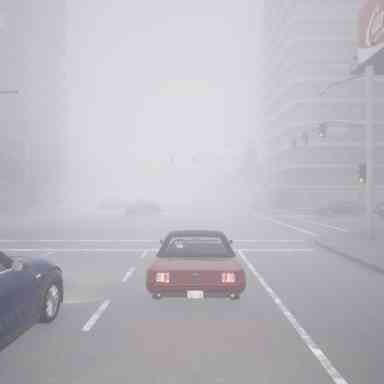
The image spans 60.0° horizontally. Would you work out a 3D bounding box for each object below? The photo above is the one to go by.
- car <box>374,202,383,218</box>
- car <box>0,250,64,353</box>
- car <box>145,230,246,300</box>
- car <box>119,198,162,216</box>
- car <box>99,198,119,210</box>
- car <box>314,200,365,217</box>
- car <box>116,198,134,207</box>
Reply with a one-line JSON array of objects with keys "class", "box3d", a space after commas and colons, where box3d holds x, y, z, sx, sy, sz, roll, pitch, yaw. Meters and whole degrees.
[{"class": "car", "box3d": [18.256, 1.222, 27.783, 5.566, 2.045, 2.150, 0, 0, 0]}, {"class": "car", "box3d": [-3.434, 1.352, 4.329, 2.097, 1.767, 4.553, 0, 0, 1]}, {"class": "car", "box3d": [0.106, 1.601, 8.353, 1.895, 1.301, 4.718, 0, 0, 1]}, {"class": "car", "box3d": [-4.770, 1.564, 32.789, 1.994, 1.385, 4.181, 0, 0, 30]}, {"class": "car", "box3d": [-10.488, 1.505, 42.838, 1.837, 1.490, 4.892, 0, 0, 0]}, {"class": "car", "box3d": [14.045, 1.505, 31.268, 4.892, 1.490, 1.837, 0, 0, 0]}, {"class": "car", "box3d": [-10.453, 1.601, 52.094, 1.895, 1.301, 4.718, 0, 0, 1]}]
